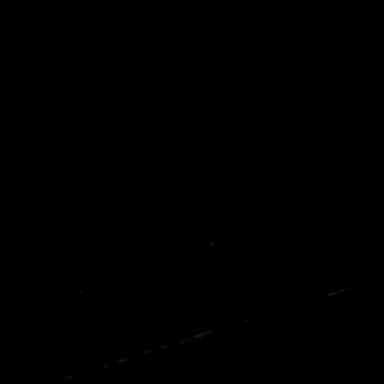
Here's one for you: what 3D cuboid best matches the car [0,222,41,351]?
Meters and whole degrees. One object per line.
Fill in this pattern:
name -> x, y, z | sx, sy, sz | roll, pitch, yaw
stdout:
car -> -4.294, 1.318, 3.468 | 5.009, 1.841, 2.192 | 0, 0, -35

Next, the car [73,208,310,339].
car -> 0.299, 1.306, 6.741 | 5.009, 1.841, 2.192 | 0, 0, -35

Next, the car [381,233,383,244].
car -> 9.313, 1.488, 13.165 | 4.829, 1.417, 1.752 | 0, 1, -34
